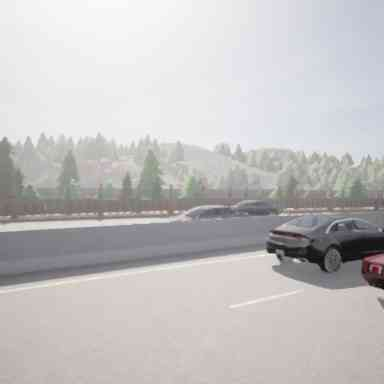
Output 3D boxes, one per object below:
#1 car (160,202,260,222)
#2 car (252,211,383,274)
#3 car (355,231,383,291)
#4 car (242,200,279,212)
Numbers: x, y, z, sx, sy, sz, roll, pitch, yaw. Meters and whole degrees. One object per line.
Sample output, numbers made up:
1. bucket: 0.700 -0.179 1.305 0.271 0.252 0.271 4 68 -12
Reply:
1. car: 0.705 1.438 16.446 4.892 1.490 1.837 0 0 -29
2. car: 4.546 1.452 10.371 4.902 1.511 2.128 0 0 -29
3. car: 5.936 1.575 7.205 4.718 1.301 1.895 0 0 -29
4. car: 4.530 1.418 26.205 4.892 1.490 1.837 0 0 -24
